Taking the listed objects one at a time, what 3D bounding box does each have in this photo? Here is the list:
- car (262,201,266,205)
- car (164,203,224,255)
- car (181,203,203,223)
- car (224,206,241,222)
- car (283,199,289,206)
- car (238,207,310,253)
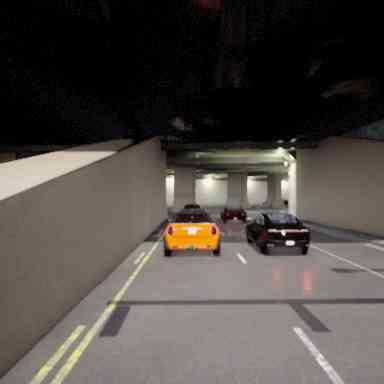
[{"bbox_3d":[17.383,2.222,72.704,4.181,1.385,1.994,0,-1,-28],"label":"car"},{"bbox_3d":[0.012,1.481,14.073,2.097,1.767,4.553,0,-1,0],"label":"car"},{"bbox_3d":[0.044,1.779,29.280,1.837,1.490,4.892,0,0,1],"label":"car"},{"bbox_3d":[3.530,1.870,29.087,1.895,1.301,4.718,0,0,0],"label":"car"},{"bbox_3d":[18.604,2.163,69.398,4.902,1.511,2.128,0,-1,-28],"label":"car"},{"bbox_3d":[3.513,1.626,14.280,2.128,1.511,4.902,0,0,0],"label":"car"}]
